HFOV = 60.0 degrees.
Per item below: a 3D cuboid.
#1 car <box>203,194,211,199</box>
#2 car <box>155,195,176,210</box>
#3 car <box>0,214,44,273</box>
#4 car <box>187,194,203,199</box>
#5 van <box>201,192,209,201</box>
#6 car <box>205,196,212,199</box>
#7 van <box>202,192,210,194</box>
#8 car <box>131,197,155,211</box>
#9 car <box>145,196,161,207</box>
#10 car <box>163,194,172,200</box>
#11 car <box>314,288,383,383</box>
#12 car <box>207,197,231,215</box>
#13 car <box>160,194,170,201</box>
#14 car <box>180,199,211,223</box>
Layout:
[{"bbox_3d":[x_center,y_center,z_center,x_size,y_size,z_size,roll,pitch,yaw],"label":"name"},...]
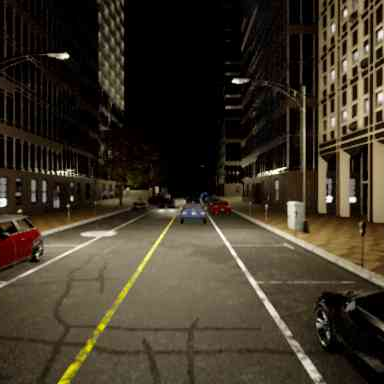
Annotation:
[{"bbox_3d":[2.692,1.376,48.805,2.008,1.369,4.403,0,0,0],"label":"car"},{"bbox_3d":[-3.030,1.405,41.494,2.033,1.411,5.357,0,0,1],"label":"car"},{"bbox_3d":[-5.690,1.409,8.915,1.967,1.590,4.097,0,0,0],"label":"car"},{"bbox_3d":[0.100,1.334,41.646,1.882,1.535,5.008,0,0,0],"label":"car"},{"bbox_3d":[2.777,1.009,71.605,1.690,1.788,3.998,0,0,0],"label":"van"},{"bbox_3d":[2.691,1.454,37.404,1.802,1.307,4.206,0,0,0],"label":"car"},{"bbox_3d":[2.695,1.097,60.209,1.690,1.788,3.998,0,0,0],"label":"van"},{"bbox_3d":[-5.690,1.423,37.405,2.008,1.369,4.403,0,0,0],"label":"car"},{"bbox_3d":[-5.689,1.370,48.805,1.887,1.381,4.507,0,0,0],"label":"car"},{"bbox_3d":[-5.815,1.136,78.839,1.752,1.417,4.829,0,0,0],"label":"car"},{"bbox_3d":[2.690,1.555,3.217,1.947,1.339,4.313,0,0,0],"label":"car"},{"bbox_3d":[2.691,1.436,31.706,1.887,1.381,4.507,0,0,0],"label":"car"},{"bbox_3d":[-5.767,1.234,71.606,1.947,1.339,4.313,0,0,0],"label":"car"},{"bbox_3d":[0.100,1.463,24.631,2.033,1.411,5.357,0,0,0],"label":"car"}]
